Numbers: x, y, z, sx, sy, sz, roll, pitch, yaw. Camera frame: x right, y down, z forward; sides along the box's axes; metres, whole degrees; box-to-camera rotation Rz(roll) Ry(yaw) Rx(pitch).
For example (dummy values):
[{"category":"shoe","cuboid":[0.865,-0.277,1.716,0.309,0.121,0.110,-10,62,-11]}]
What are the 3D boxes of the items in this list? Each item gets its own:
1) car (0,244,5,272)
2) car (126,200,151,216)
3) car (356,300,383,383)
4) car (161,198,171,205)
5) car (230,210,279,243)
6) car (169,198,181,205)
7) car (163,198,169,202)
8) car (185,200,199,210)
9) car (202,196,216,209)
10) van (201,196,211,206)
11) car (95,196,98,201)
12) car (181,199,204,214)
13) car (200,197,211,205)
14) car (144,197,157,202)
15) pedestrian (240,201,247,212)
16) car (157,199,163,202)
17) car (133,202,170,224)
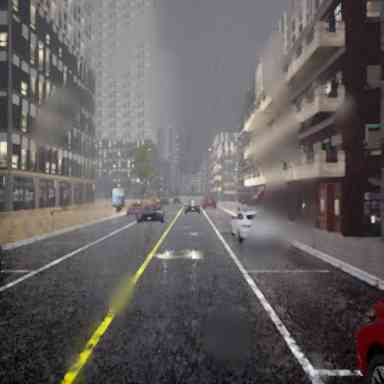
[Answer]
[{"category":"car","cuboid":[-5.693,1.593,6.898,2.008,1.369,4.403,0,0,0]},{"category":"car","cuboid":[-5.695,1.792,34.651,1.802,1.307,4.206,0,0,0]},{"category":"car","cuboid":[2.687,1.324,1.349,2.192,1.841,5.009,0,0,0]},{"category":"car","cuboid":[-5.698,2.022,73.203,1.947,1.339,4.313,0,0,0]},{"category":"car","cuboid":[2.998,1.626,16.513,1.812,1.442,4.674,0,0,0]},{"category":"car","cuboid":[-3.010,1.916,67.603,1.837,1.490,4.892,0,0,0]},{"category":"car","cuboid":[-5.698,1.988,67.957,1.947,1.339,4.313,0,0,0]},{"category":"car","cuboid":[-0.003,1.910,50.431,1.895,1.301,4.718,0,0,0]},{"category":"car","cuboid":[2.683,1.630,51.307,2.192,1.841,5.009,0,0,0]},{"category":"van","cuboid":[2.682,1.727,62.409,1.690,1.788,3.998,0,0,0]},{"category":"car","cuboid":[-27.377,1.393,87.789,5.009,1.841,2.192,1,-1,-1]},{"category":"car","cuboid":[0.067,1.783,38.813,2.033,1.411,5.357,0,0,0]},{"category":"car","cuboid":[2.682,1.862,67.959,1.967,1.590,4.097,0,0,0]},{"category":"car","cuboid":[-5.696,1.685,40.203,1.967,1.590,4.097,0,0,0]},{"category":"pedestrian","cuboid":[2.998,1.410,19.349,0.375,1.860,0.375,0,0,-1]},{"category":"car","cuboid":[-5.696,1.594,45.755,2.192,1.841,5.009,0,0,0]},{"category":"car","cuboid":[-3.099,1.721,26.067,1.994,1.385,4.181,0,0,0]}]
